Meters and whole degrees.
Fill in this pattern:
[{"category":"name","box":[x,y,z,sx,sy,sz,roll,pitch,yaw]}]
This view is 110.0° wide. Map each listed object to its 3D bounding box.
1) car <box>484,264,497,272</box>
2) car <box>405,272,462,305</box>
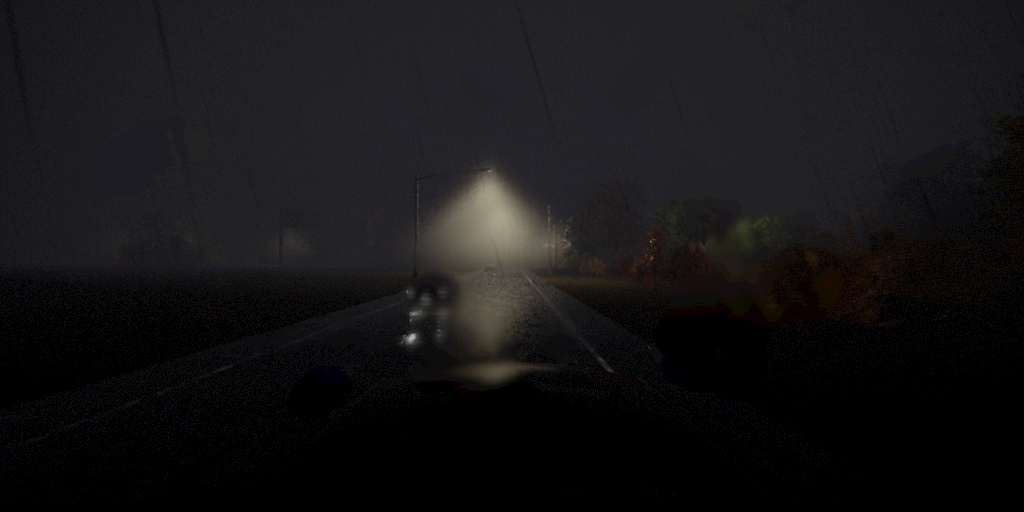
[{"category":"car","box":[-3.568,1.965,59.175,1.895,1.301,4.718,0,-1,1]},{"category":"car","box":[-3.607,1.477,17.655,2.033,1.411,5.357,0,-1,0]}]
